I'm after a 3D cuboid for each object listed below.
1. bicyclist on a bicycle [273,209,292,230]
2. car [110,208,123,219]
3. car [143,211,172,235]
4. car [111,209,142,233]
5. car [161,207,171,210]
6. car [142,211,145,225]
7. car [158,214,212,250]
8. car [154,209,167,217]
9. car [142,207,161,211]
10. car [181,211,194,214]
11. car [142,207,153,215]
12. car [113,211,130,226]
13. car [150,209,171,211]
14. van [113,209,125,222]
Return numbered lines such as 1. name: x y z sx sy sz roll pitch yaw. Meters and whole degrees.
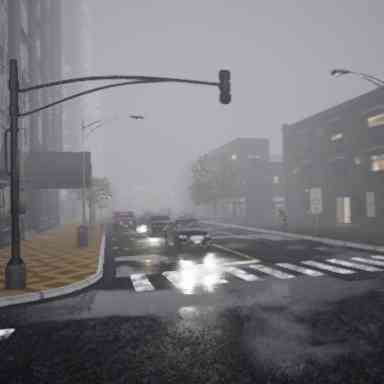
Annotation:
1. bicyclist on a bicycle: 6.896 2.114 25.461 1.656 1.620 0.582 -1 -2 -14
2. car: -14.410 4.098 63.543 2.192 1.841 5.009 -2 -2 -14
3. car: -2.632 2.627 27.576 1.882 1.535 5.008 -1 -2 -14
4. car: -6.205 2.673 30.645 2.192 1.841 5.009 -2 -2 -14
5. car: -4.932 3.720 60.231 2.192 1.841 5.009 -2 -2 -14
6. car: -5.076 3.134 37.269 1.994 1.385 4.181 -1 -2 -14
7. car: -0.325 2.243 18.417 2.128 1.511 4.902 -1 -2 -14
8. car: -6.318 4.170 65.750 1.752 1.417 4.829 -2 -2 -14
9. car: -7.136 3.911 58.051 1.812 1.442 4.674 -1 -2 -14
10. car: -0.667 3.227 43.430 2.008 1.369 4.403 -2 -2 -14
11. car: -11.704 4.882 87.037 2.192 1.841 5.009 -2 -2 -14
12. car: -8.821 3.263 41.386 1.967 1.590 4.097 -2 -2 -14
13. car: -4.664 3.570 48.495 1.895 1.301 4.718 -1 -2 -14
14. van: -11.701 3.659 52.820 1.690 1.788 3.998 -2 -2 -14
